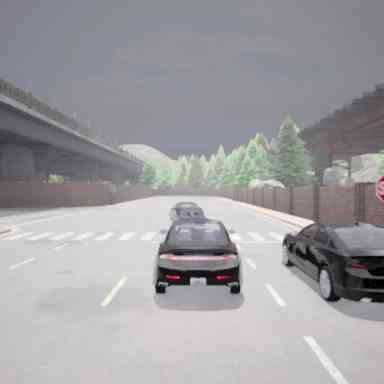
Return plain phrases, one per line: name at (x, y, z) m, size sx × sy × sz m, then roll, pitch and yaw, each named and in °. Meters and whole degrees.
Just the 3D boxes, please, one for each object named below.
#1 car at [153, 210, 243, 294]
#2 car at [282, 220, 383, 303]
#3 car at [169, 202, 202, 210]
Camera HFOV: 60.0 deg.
car at (0.140, 1.439, 8.604) m, size 2.128 × 1.511 × 4.902 m, roll 0°, pitch 0°, yaw 1°
car at (3.639, 1.429, 8.150) m, size 1.882 × 1.535 × 5.008 m, roll 0°, pitch 0°, yaw 1°
car at (-0.455, 1.406, 23.289) m, size 2.033 × 1.411 × 5.357 m, roll 0°, pitch 0°, yaw -11°
